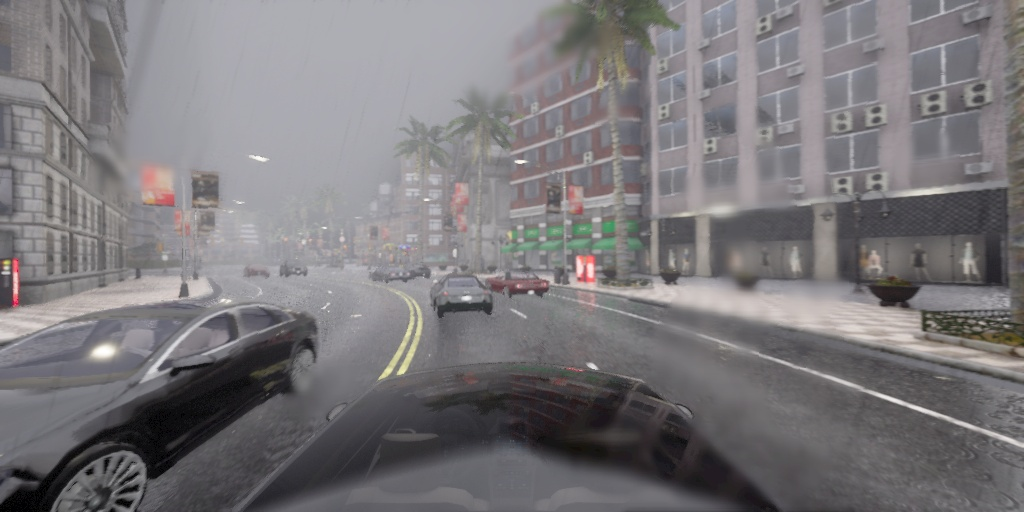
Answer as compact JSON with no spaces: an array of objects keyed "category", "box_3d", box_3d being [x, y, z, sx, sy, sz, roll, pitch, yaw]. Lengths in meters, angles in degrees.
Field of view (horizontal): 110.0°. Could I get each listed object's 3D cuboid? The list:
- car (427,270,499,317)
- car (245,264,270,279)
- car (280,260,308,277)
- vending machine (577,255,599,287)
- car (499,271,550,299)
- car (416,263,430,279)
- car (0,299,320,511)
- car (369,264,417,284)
[{"category":"car","box_3d":[-2.032,1.371,13.737,1.994,1.385,4.181,-1,0,-16]},{"category":"car","box_3d":[-28.444,1.681,40.037,1.882,1.535,5.008,-1,0,-41]},{"category":"car","box_3d":[-25.876,1.472,42.417,2.150,2.045,5.566,-1,0,-41]},{"category":"vending machine","box_3d":[5.256,0.948,25.482,1.100,2.100,0.880,0,0,-26]},{"category":"car","box_3d":[0.106,1.396,18.538,1.895,1.301,4.718,-1,0,-20]},{"category":"car","box_3d":[-9.441,1.456,34.182,1.837,1.490,4.892,0,0,-39]},{"category":"car","box_3d":[-3.855,1.293,3.851,2.128,1.511,4.902,-1,0,-6]},{"category":"car","box_3d":[-10.147,1.495,29.682,2.033,1.411,5.357,-1,0,-38]}]
